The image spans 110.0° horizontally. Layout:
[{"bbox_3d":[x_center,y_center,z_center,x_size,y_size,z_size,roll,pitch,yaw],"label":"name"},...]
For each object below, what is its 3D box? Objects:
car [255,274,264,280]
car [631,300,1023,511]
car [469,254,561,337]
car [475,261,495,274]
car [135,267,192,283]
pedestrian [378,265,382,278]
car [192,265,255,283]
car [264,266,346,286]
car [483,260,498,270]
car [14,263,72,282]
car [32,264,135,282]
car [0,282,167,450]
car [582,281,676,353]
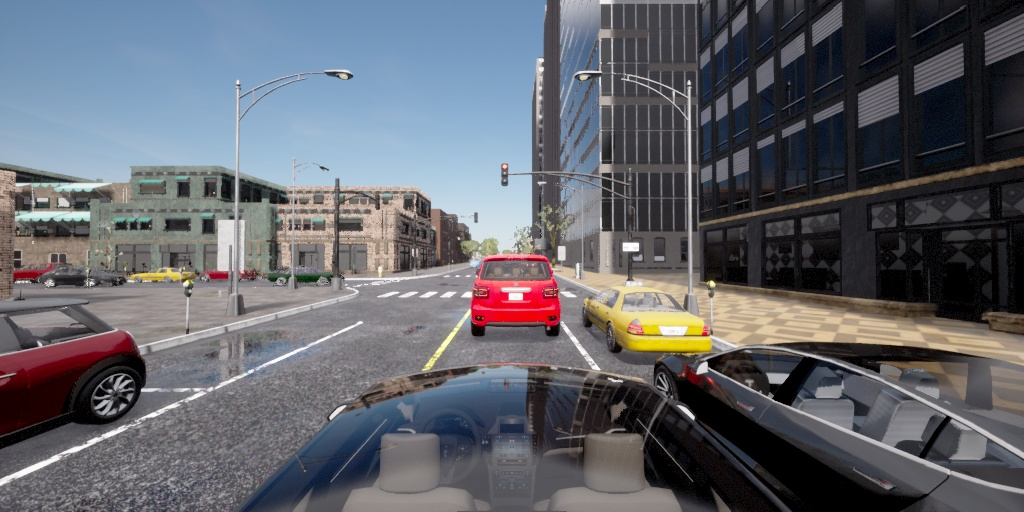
[{"bbox_3d":[-19.477,1.562,31.458,4.313,1.339,1.948,0,0,1],"label":"car"},{"bbox_3d":[2.655,1.316,2.791,1.948,1.339,4.313,0,0,0],"label":"car"},{"bbox_3d":[0.081,0.975,10.480,2.150,2.045,5.566,0,0,0],"label":"car"},{"bbox_3d":[-3.193,1.312,43.986,2.033,1.411,5.357,0,0,0],"label":"car"},{"bbox_3d":[-30.743,1.627,31.577,4.829,1.417,1.751,0,0,1],"label":"car"},{"bbox_3d":[-12.616,1.399,34.339,0.375,1.300,0.375,0,0,1],"label":"pedestrian"},{"bbox_3d":[-25.025,1.489,31.517,4.097,1.591,1.967,0,0,1],"label":"car"},{"bbox_3d":[-14.504,1.456,25.538,4.718,1.301,1.895,-1,-1,2],"label":"car"},{"bbox_3d":[-3.209,1.317,54.174,2.033,1.411,5.357,0,0,0],"label":"car"},{"bbox_3d":[-41.669,1.522,31.692,5.009,1.841,2.192,0,0,1],"label":"car"},{"bbox_3d":[-30.707,1.517,25.800,4.892,1.490,1.837,-1,-1,1],"label":"car"},{"bbox_3d":[-5.692,1.190,2.827,1.967,1.591,4.097,0,0,0],"label":"car"},{"bbox_3d":[2.813,1.277,8.605,1.751,1.417,4.829,0,0,0],"label":"car"}]
